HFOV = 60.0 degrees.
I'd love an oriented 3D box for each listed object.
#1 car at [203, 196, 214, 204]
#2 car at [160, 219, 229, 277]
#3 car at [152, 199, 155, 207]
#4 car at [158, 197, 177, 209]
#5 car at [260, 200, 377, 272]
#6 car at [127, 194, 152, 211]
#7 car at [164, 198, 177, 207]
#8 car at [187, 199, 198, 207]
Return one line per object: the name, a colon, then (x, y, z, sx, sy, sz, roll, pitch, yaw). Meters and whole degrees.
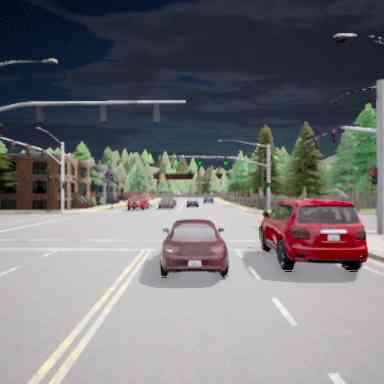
car: (3.483, 1.564, 70.555, 2.097, 1.767, 4.553, 0, 0, 0)
car: (0.047, 1.557, 10.256, 1.812, 1.442, 4.674, 0, 0, -1)
car: (-7.106, 1.684, 53.531, 1.812, 1.442, 4.674, 0, 0, 1)
car: (-3.613, 1.492, 47.403, 2.097, 1.767, 4.553, 0, 0, 0)
car: (3.725, 1.257, 11.160, 2.150, 2.045, 5.566, 0, 0, 2)
car: (-7.086, 1.352, 44.134, 2.150, 2.045, 5.566, 0, 0, 2)
car: (-3.597, 1.730, 56.010, 1.994, 1.385, 4.181, 0, 0, 0)
car: (0.088, 1.762, 54.312, 1.895, 1.301, 4.718, 0, 0, 0)
